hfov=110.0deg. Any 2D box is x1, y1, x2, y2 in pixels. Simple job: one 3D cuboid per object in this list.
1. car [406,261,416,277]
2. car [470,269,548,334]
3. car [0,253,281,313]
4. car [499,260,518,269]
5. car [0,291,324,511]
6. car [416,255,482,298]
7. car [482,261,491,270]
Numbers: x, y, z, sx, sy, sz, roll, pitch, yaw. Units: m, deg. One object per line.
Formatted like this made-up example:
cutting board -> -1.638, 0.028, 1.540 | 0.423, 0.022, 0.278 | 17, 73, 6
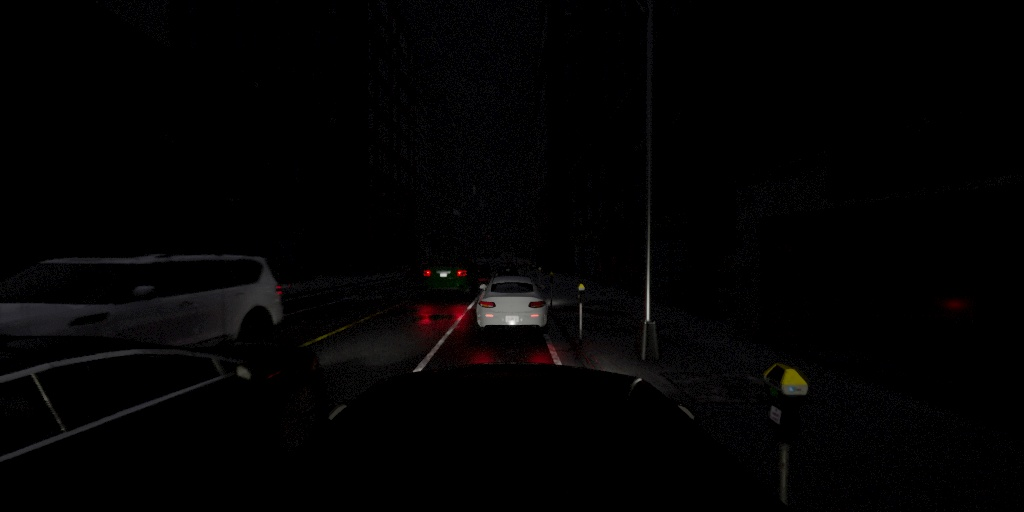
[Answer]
car -> -8.909, 1.189, 34.934 | 1.967, 1.591, 4.097 | 0, 0, 0
car -> 0.003, 1.274, 10.501 | 1.812, 1.442, 4.674 | 0, 0, 0
car -> -6.245, 0.970, 5.828 | 2.150, 2.045, 5.566 | 0, 0, 0
car -> -0.383, 1.315, 34.934 | 1.948, 1.339, 4.313 | 0, 0, 0
car -> -3.046, 1.242, 2.139 | 2.128, 1.511, 4.902 | 0, 0, 0
car -> -3.048, 0.966, 18.715 | 2.150, 2.045, 5.566 | 0, 0, 0
car -> -3.145, 1.227, 35.124 | 1.882, 1.535, 5.008 | 0, -1, 0
